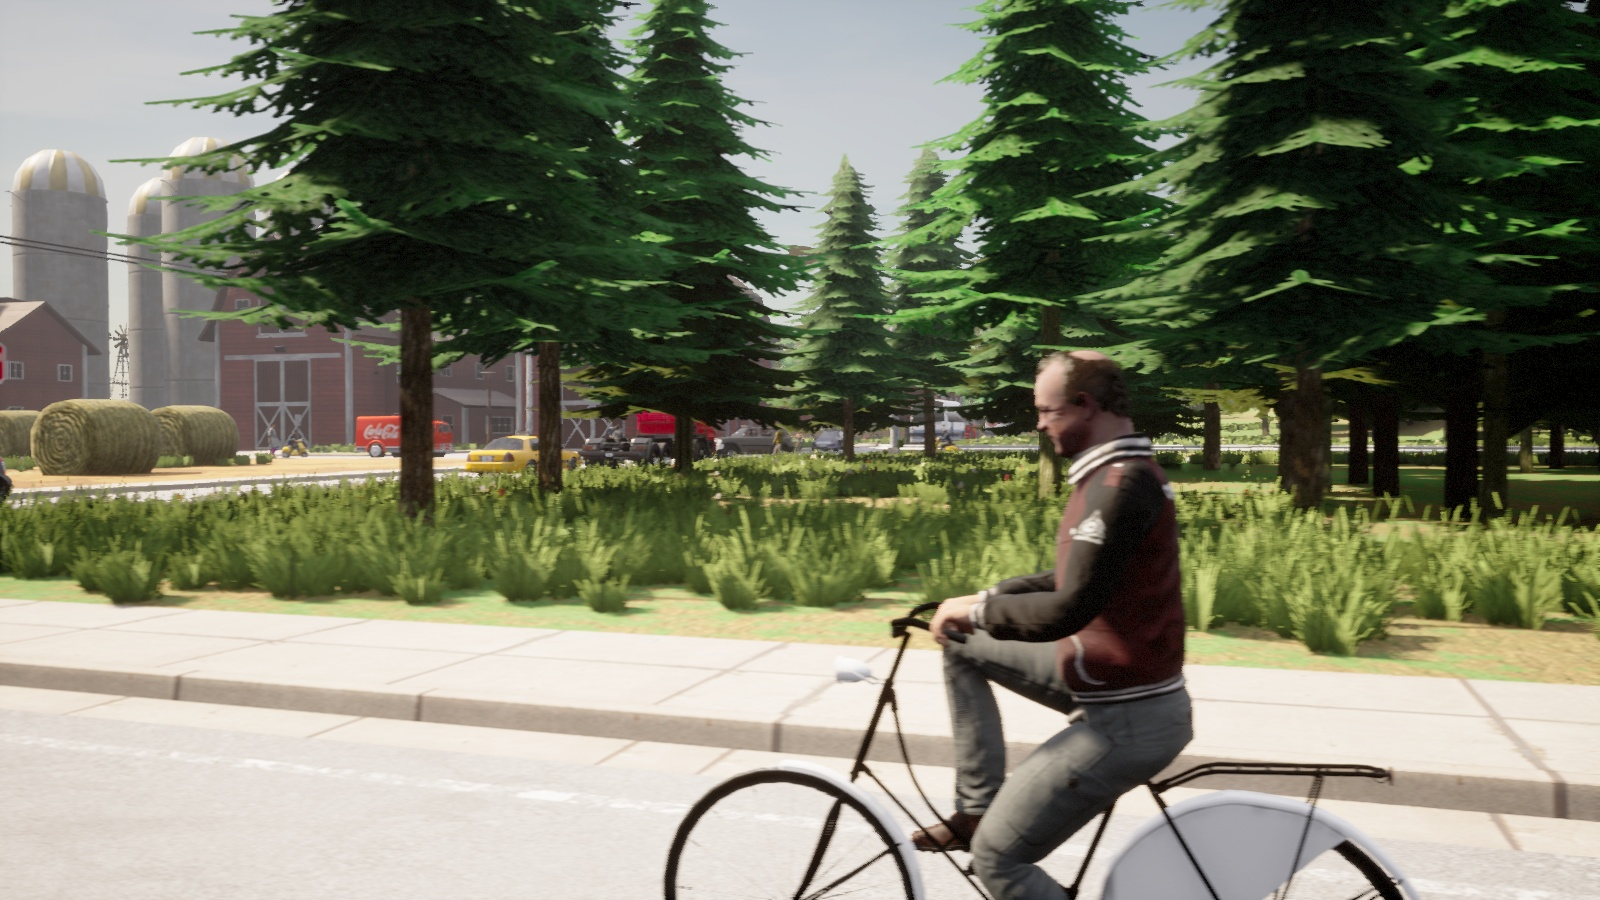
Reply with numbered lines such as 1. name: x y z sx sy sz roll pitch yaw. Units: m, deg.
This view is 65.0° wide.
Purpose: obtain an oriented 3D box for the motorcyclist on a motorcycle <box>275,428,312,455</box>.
1. motorcyclist on a motorcycle: -29.569 -0.494 73.312 1.817 1.590 0.866 0 1 15

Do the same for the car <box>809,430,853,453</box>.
1. car: 2.285 -0.660 91.449 2.033 1.649 4.856 0 1 17

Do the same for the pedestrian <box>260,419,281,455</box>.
1. pedestrian: -28.394 -0.691 67.382 0.873 1.952 0.659 0 1 -4

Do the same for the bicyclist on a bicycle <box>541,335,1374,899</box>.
1. bicyclist on a bicycle: 0.349 0.650 3.076 1.843 1.776 0.659 1 1 19

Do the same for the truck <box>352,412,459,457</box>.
1. truck: -22.376 -0.879 71.309 5.204 2.467 2.627 0 1 16

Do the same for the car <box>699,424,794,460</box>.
1. car: -2.819 -0.407 66.542 4.605 1.855 1.932 0 0 -25

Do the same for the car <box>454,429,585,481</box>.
1. car: -9.044 0.112 41.006 1.801 1.575 5.366 0 1 16

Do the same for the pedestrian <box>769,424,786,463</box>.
1. pedestrian: -1.074 -0.305 59.595 0.709 1.840 0.431 1 1 18

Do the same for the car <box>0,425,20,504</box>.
1. car: -17.634 0.304 24.377 1.851 1.617 3.988 0 1 17

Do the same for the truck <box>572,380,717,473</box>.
1. truck: -6.099 -0.956 50.897 2.891 3.462 7.936 0 1 17
